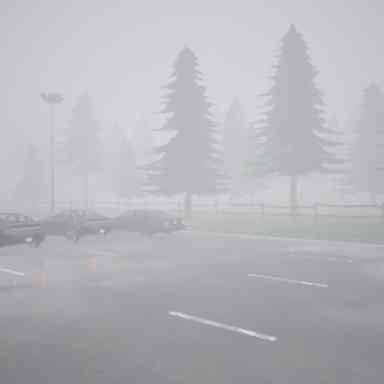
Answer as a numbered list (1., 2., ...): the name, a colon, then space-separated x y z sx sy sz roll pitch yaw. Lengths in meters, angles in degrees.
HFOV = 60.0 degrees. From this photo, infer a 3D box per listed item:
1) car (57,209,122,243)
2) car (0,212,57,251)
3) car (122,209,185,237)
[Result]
1. car: -6.189 1.637 17.007 4.902 1.511 2.128 -1 0 36
2. car: -8.222 1.637 14.158 4.902 1.511 2.128 -1 0 36
3. car: -2.928 1.679 18.981 5.357 1.411 2.033 -1 0 36
